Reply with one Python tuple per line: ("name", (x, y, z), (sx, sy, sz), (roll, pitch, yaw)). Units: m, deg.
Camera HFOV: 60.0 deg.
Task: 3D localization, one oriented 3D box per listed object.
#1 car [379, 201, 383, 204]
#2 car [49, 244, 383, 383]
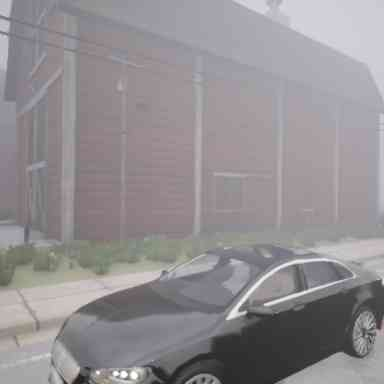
("car", (36.769, 2.434, 65.441), (3.905, 1.438, 1.784), (1, -1, -36))
("car", (0.741, 1.533, 4.520), (4.902, 1.511, 2.128), (1, -1, -35))
